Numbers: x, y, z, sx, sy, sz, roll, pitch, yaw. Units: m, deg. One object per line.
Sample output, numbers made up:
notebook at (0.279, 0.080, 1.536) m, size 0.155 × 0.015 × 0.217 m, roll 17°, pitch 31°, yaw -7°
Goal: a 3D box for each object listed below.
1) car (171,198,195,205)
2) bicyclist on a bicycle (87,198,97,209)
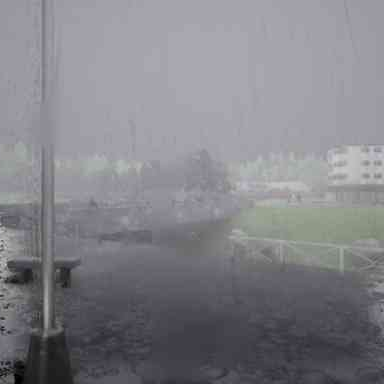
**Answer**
car at (-1.191, 1.590, 48.921) m, size 1.994 × 1.385 × 4.181 m, roll 0°, pitch 0°, yaw 36°
bicyclist on a bicycle at (-9.116, 1.371, 30.407) m, size 1.656 × 1.620 × 0.582 m, roll 0°, pitch 0°, yaw 35°
